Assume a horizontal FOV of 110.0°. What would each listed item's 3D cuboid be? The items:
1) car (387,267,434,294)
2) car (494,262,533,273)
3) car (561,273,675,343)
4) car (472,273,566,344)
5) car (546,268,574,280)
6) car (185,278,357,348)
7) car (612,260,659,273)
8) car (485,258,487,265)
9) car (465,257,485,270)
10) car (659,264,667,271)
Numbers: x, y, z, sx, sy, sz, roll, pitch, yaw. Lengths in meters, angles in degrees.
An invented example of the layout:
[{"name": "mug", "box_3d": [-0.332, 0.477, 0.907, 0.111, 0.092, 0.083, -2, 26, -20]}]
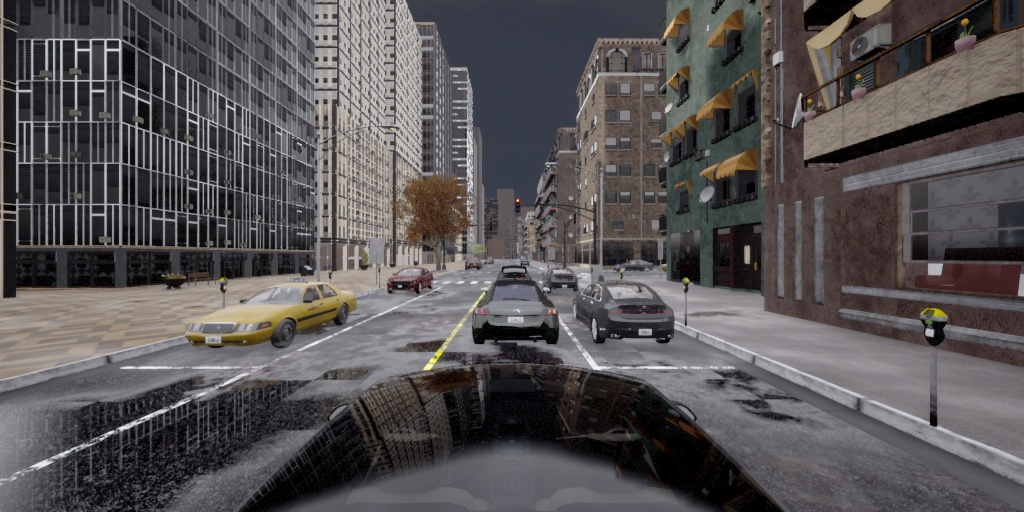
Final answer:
[{"name": "car", "box_3d": [-5.695, 1.299, 20.478, 1.888, 1.381, 4.507, 0, 0, 0]}, {"name": "car", "box_3d": [0.101, 1.259, 19.609, 1.837, 1.490, 4.892, 0, 0, -1]}, {"name": "car", "box_3d": [2.687, 1.301, 9.413, 2.007, 1.370, 4.403, 0, 0, 0]}, {"name": "car", "box_3d": [0.085, 1.315, 9.560, 1.994, 1.385, 4.181, 0, 0, 0]}, {"name": "car", "box_3d": [2.685, 1.305, 20.479, 2.007, 1.370, 4.403, 0, 0, 0]}, {"name": "car", "box_3d": [-5.693, 1.276, 9.242, 1.751, 1.417, 4.829, 0, 0, 0]}, {"name": "car", "box_3d": [13.428, 1.108, 39.897, 4.403, 1.370, 2.007, 0, 0, -1]}, {"name": "car", "box_3d": [-5.702, 1.356, 58.388, 1.948, 1.339, 4.313, 0, 0, 0]}, {"name": "car", "box_3d": [-5.701, 1.098, 52.865, 2.192, 1.841, 5.009, 0, 0, 0]}, {"name": "car", "box_3d": [18.825, 1.006, 39.953, 4.829, 1.417, 1.751, 0, 0, -1]}]
